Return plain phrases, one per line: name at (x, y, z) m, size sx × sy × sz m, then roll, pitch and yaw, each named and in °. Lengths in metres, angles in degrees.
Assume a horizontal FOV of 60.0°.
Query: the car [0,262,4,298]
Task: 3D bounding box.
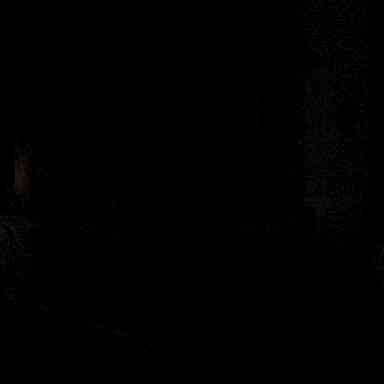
car at (-5.632, 1.603, 6.977) m, size 4.313 × 1.339 × 1.947 m, roll 0°, pitch 0°, yaw 36°
